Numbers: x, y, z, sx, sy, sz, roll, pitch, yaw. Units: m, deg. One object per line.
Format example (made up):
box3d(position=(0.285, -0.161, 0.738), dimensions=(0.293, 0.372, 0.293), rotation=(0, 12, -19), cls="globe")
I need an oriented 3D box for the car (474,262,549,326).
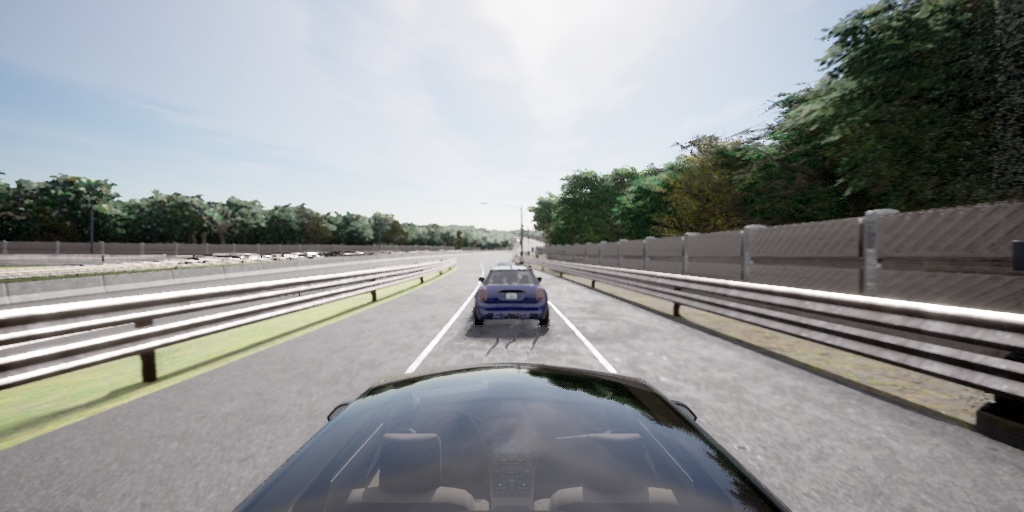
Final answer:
box3d(position=(-0.050, 1.085, 11.763), dimensions=(2.097, 1.767, 4.553), rotation=(0, 0, -1), cls="car")
